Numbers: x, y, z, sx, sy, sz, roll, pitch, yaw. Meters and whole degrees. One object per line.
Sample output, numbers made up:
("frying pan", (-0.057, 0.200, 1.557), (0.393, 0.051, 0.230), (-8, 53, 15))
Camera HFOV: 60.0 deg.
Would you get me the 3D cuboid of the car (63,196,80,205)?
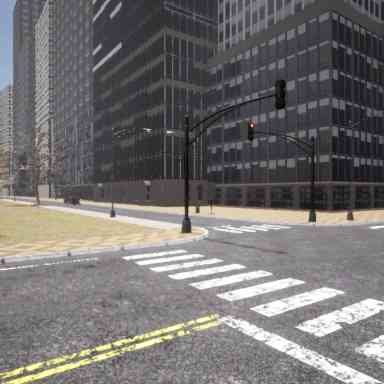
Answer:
("car", (-21.397, 1.508, 59.026), (1.837, 1.490, 4.892), (0, 0, -35))
